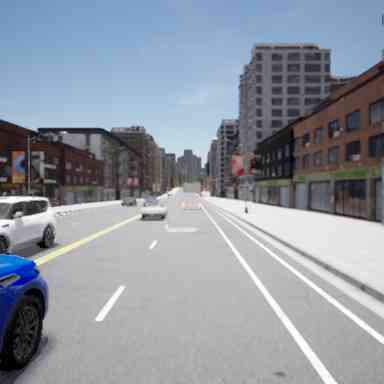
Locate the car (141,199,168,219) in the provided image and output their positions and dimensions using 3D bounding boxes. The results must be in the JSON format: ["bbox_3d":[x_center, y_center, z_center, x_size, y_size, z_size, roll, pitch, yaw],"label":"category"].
[{"bbox_3d":[-3.158,1.569,28.723,1.895,1.301,4.718,0,0,0],"label":"car"}]

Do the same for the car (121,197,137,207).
[{"bbox_3d":[-9.823,1.544,52.300,1.837,1.490,4.892,0,0,0],"label":"car"}]

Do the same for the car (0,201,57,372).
[{"bbox_3d":[-3.153,1.212,2.490,2.150,2.045,5.566,0,0,0],"label":"car"}]

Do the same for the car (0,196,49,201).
[{"bbox_3d":[-6.603,1.190,11.395,2.150,2.045,5.566,0,0,0],"label":"car"}]

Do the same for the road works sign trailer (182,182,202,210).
[{"bbox_3d":[0.013,0.471,42.777,2.380,3.560,2.880,0,0,3],"label":"road works sign trailer"}]

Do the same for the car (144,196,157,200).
[{"bbox_3d":[-6.578,1.396,53.086,2.097,1.767,4.553,0,0,0],"label":"car"}]
